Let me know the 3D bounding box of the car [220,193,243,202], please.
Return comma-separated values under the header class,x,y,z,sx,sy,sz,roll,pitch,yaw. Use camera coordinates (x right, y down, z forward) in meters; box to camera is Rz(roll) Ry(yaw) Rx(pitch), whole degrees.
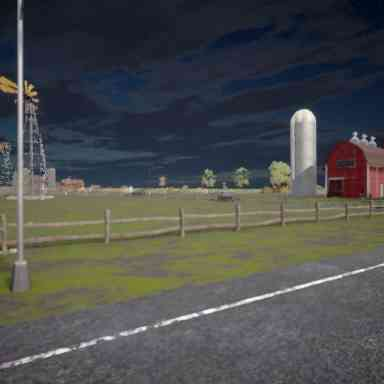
class,x,y,z,sx,sy,sz,roll,pitch,yaw
car,7.288,0.985,62.160,1.882,1.535,5.008,-1,1,-35
